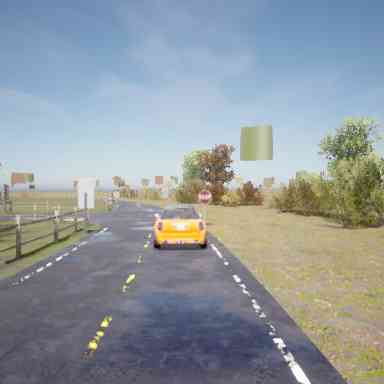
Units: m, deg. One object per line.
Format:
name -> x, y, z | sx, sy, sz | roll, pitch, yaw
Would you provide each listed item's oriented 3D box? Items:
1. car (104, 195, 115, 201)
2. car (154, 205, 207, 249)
car -> -19.216, 1.443, 77.272 | 2.033, 1.411, 5.357 | 0, 0, -24
car -> -0.587, 1.362, 14.726 | 2.097, 1.767, 4.553 | 0, 0, -4
